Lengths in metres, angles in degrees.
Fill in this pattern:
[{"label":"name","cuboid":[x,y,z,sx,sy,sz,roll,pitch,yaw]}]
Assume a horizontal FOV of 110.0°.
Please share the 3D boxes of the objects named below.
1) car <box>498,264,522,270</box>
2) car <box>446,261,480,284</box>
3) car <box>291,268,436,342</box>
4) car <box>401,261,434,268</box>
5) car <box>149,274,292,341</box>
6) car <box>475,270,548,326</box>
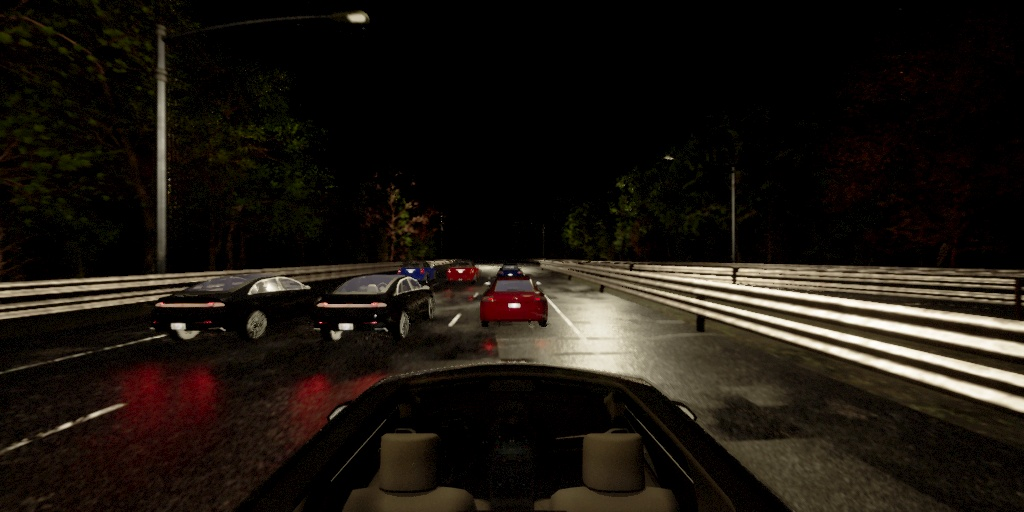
[{"label":"car","cuboid":[-0.158,1.339,28.127,1.994,1.385,4.181,0,0,-1]},{"label":"car","cuboid":[-3.644,1.127,27.252,2.097,1.767,4.553,0,0,-1]},{"label":"car","cuboid":[-3.437,1.248,9.824,2.128,1.511,4.902,0,0,0]},{"label":"car","cuboid":[-7.145,1.129,27.271,2.097,1.767,4.553,0,0,-1]},{"label":"car","cuboid":[-6.938,1.249,9.870,2.128,1.511,4.902,0,0,0]},{"label":"car","cuboid":[0.049,1.322,11.780,1.994,1.385,4.181,0,0,0]}]
